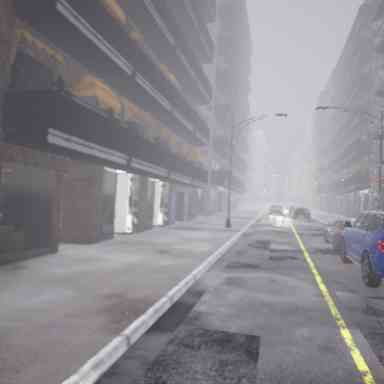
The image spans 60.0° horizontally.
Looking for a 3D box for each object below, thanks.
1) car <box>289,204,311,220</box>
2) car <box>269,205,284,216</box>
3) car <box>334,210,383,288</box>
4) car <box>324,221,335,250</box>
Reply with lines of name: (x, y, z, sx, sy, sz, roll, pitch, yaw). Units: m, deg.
car: (12.442, 2.364, 37.974, 1.837, 1.490, 4.892, 2, -1, 15)
car: (11.523, 2.438, 45.498, 2.033, 1.411, 5.357, 2, -1, 15)
car: (6.075, 1.568, 10.110, 2.150, 2.045, 5.566, 2, -1, 15)
car: (7.558, 1.983, 15.887, 1.812, 1.442, 4.674, 2, -1, 15)
